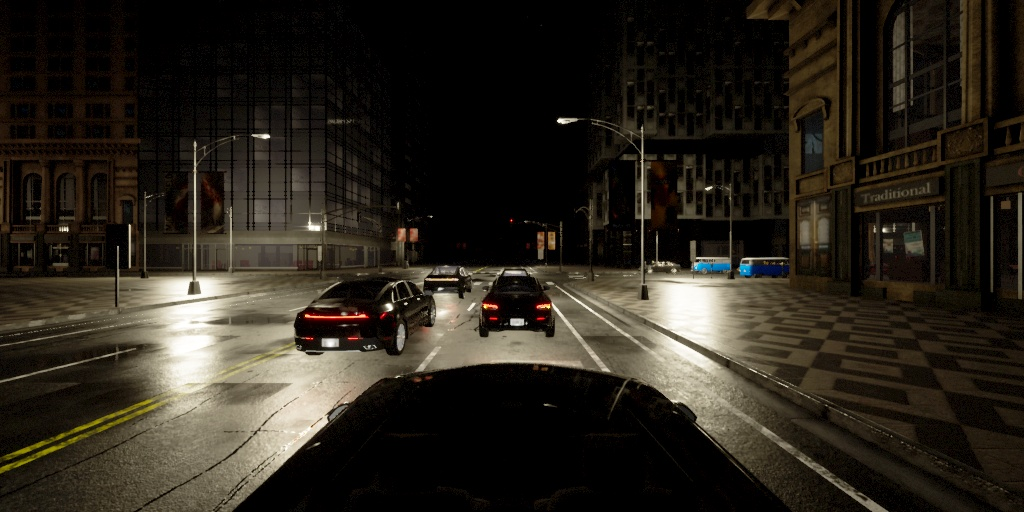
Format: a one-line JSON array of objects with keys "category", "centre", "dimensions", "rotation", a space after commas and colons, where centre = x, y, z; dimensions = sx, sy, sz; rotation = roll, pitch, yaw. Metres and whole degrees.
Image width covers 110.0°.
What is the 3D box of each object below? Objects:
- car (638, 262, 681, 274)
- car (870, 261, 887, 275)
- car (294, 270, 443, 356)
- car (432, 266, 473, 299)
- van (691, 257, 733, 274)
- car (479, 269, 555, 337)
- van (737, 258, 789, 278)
[{"category": "car", "centre": [15.981, 1.264, 38.867], "dimensions": [4.403, 1.370, 2.007], "rotation": [0, 0, 0]}, {"category": "car", "centre": [32.778, 1.252, 30.223], "dimensions": [4.207, 1.307, 1.802], "rotation": [0, 0, 0]}, {"category": "car", "centre": [-3.133, 1.255, 8.620], "dimensions": [1.837, 1.490, 4.892], "rotation": [0, 0, 0]}, {"category": "car", "centre": [-3.106, 1.241, 18.034], "dimensions": [2.128, 1.511, 4.902], "rotation": [0, 0, 0]}, {"category": "van", "centre": [21.600, 1.043, 38.827], "dimensions": [3.998, 1.789, 1.690], "rotation": [0, 0, 0]}, {"category": "car", "centre": [0.123, 1.276, 10.115], "dimensions": [1.812, 1.442, 4.674], "rotation": [0, 0, 0]}, {"category": "van", "centre": [21.540, 1.033, 30.303], "dimensions": [3.998, 1.789, 1.690], "rotation": [0, 0, 0]}]
